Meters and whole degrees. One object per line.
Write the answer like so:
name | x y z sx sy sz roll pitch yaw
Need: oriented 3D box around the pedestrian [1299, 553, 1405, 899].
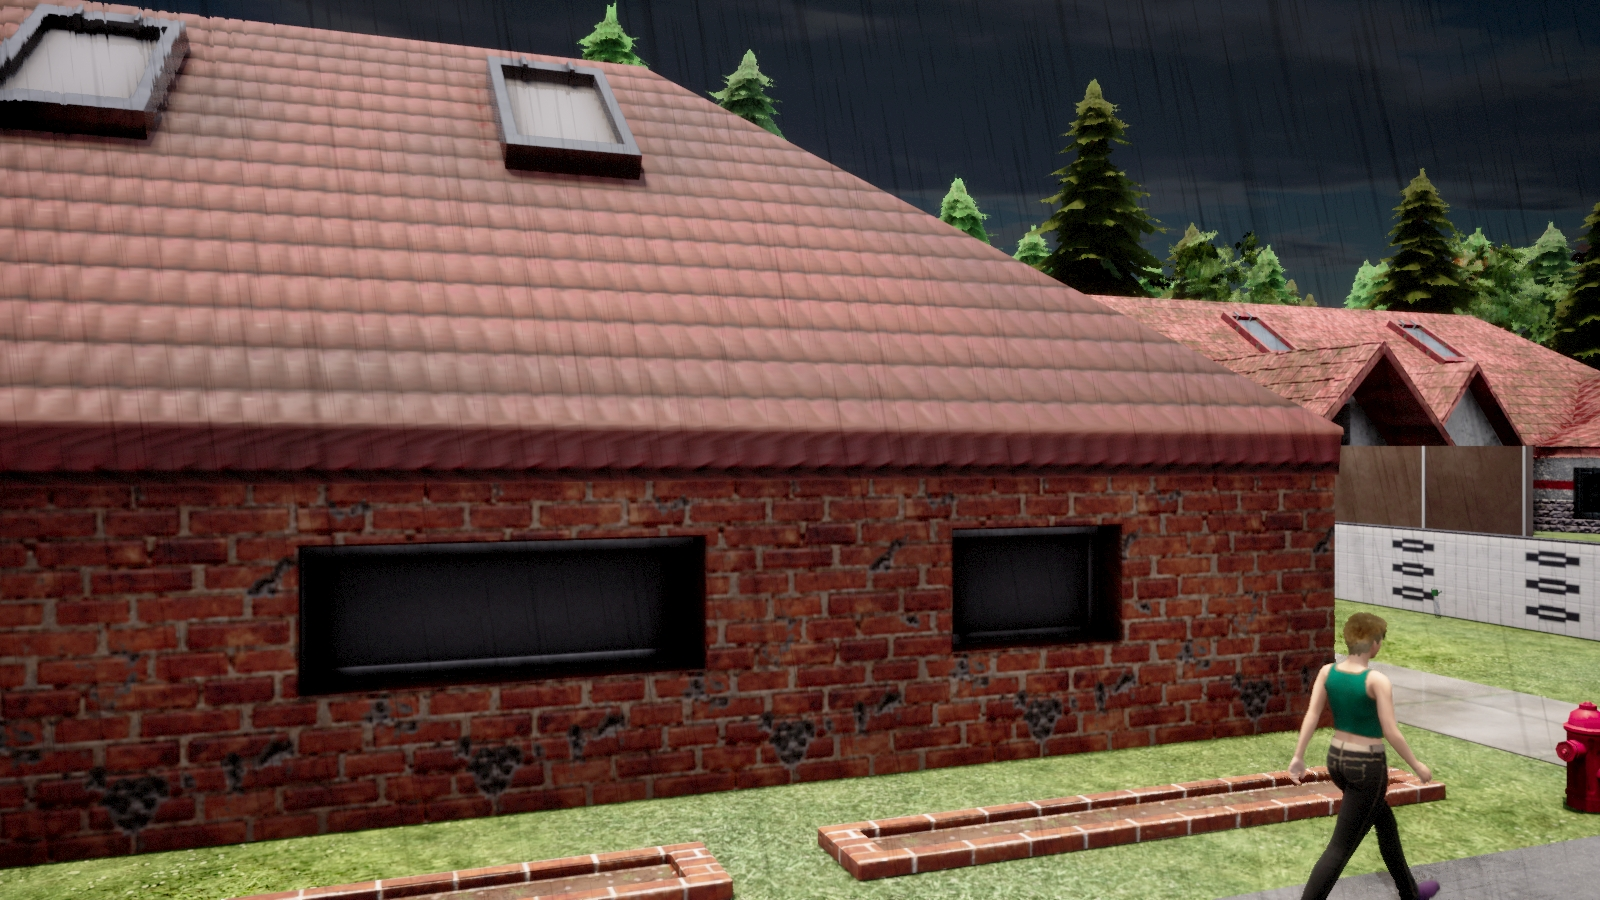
pedestrian | 3.068 1.524 6.357 0.375 1.860 0.375 0 0 -20
